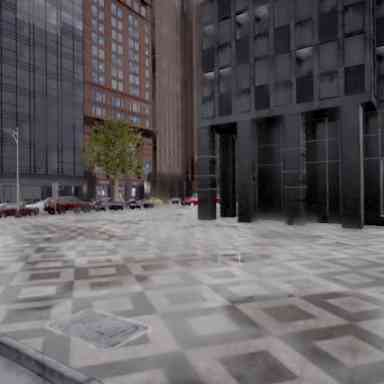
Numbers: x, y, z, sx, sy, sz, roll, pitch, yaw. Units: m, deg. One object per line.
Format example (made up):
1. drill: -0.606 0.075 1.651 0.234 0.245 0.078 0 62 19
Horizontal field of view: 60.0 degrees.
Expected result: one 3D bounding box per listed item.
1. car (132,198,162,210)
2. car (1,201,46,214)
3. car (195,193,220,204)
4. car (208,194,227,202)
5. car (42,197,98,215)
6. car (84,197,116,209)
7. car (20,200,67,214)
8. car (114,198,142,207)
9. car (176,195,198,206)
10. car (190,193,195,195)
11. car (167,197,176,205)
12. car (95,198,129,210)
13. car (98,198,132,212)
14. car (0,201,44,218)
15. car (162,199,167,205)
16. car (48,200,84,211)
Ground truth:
1. car: -6.372 1.593 43.698 1.947 1.339 4.313 -1 0 35
2. car: -19.791 1.749 39.262 1.947 1.339 4.313 -1 0 35
3. car: 3.233 1.306 57.624 2.192 1.841 5.009 -1 0 35
4. car: 5.830 1.404 76.396 2.192 1.841 5.009 -1 0 35
5. car: -12.780 1.374 34.419 2.192 1.841 5.009 -1 0 35
6. car: -13.387 1.592 48.545 1.967 1.590 4.097 -1 0 35
7. car: -17.021 1.666 38.425 1.812 1.442 4.674 -1 0 34
8. car: -10.182 1.720 53.186 1.802 1.307 4.206 -1 0 35
9. car: 0.032 1.546 52.981 1.887 1.381 4.507 -1 0 35
10. car: 1.530 1.249 59.682 2.150 2.045 5.566 -1 0 35
11. car: -3.776 1.682 62.470 1.947 1.339 4.313 -1 0 35
12. car: -11.170 1.637 46.895 1.812 1.442 4.674 -1 0 35
13. car: -9.574 1.608 39.058 1.947 1.339 4.313 -1 0 35
14. car: -15.979 1.659 29.776 1.802 1.307 4.206 -1 0 35
15. car: -7.076 1.652 57.687 1.752 1.417 4.829 -1 0 35
16. car: -16.588 1.749 43.903 1.802 1.307 4.206 -1 0 35
